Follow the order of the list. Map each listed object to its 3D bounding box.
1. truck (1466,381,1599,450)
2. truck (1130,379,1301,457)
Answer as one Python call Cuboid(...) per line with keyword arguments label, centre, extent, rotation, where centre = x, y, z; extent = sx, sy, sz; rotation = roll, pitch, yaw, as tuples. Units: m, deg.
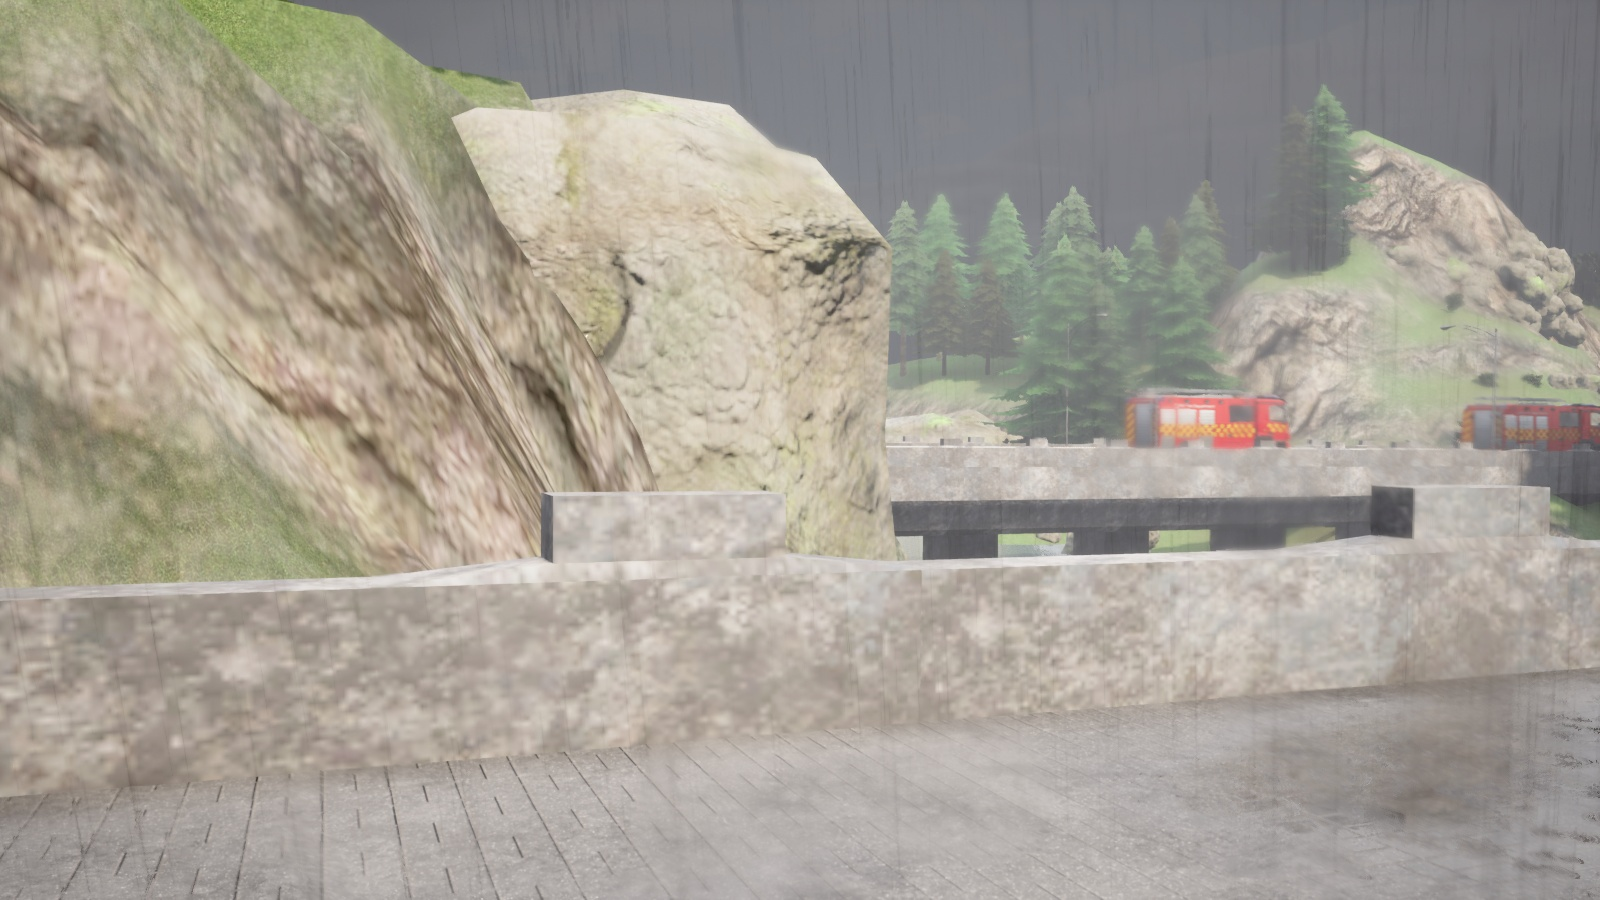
Cuboid(label="truck", centre=(43.154, -2.023, 73.135), extent=(8.468, 3.827, 2.891), rotation=(-1, 1, -21))
Cuboid(label="truck", centre=(21.476, -1.655, 64.886), extent=(8.468, 3.827, 2.891), rotation=(-1, 1, -21))
